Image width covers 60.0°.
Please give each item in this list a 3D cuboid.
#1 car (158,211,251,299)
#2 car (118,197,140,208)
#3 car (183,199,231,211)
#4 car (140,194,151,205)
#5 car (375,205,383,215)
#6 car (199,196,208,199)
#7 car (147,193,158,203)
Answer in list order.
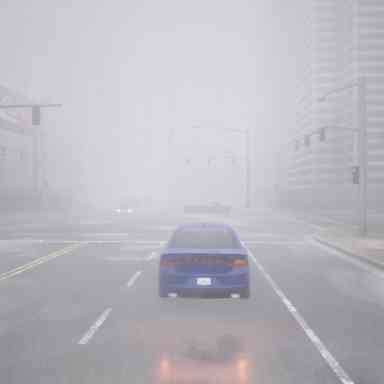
[{"bbox_3d":[0.313,1.478,8.538,1.882,1.535,5.008,0,0,2],"label":"car"},{"bbox_3d":[-9.081,1.505,47.323,1.837,1.490,4.892,0,0,2],"label":"car"},{"bbox_3d":[1.437,1.601,32.876,4.718,1.301,1.895,0,0,2],"label":"car"},{"bbox_3d":[-8.744,1.526,57.359,1.812,1.442,4.674,0,0,2],"label":"car"},{"bbox_3d":[20.494,1.504,32.348,4.892,1.490,1.837,0,0,2],"label":"car"},{"bbox_3d":[2.191,1.525,64.923,1.812,1.442,4.674,0,0,2],"label":"car"},{"bbox_3d":[-8.333,1.221,67.625,2.150,2.045,5.566,0,0,2],"label":"car"}]
